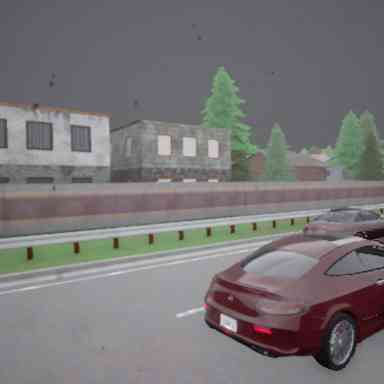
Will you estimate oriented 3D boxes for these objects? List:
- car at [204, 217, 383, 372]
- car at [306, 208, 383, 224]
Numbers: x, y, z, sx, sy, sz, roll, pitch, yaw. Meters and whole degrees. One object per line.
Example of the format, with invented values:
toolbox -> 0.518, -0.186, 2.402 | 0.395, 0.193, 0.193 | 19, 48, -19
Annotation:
car -> 2.338, 1.408, 5.468 | 4.674, 1.442, 1.812 | -2, 1, -35
car -> 6.009, 1.281, 12.343 | 4.181, 1.385, 1.994 | -2, 1, -35
